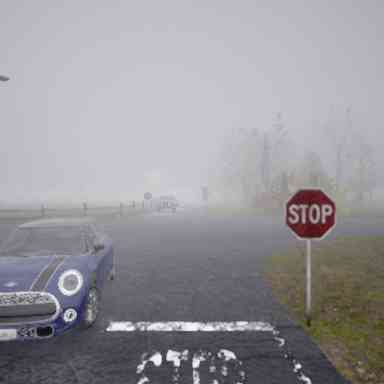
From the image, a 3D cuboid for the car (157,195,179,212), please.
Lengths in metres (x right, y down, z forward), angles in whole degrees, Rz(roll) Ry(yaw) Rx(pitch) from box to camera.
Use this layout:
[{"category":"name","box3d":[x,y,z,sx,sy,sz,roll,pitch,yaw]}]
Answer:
[{"category":"car","box3d":[-3.118,1.397,41.920,2.150,2.045,5.566,0,0,0]}]

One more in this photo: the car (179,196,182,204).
[{"category":"car","box3d":[-3.126,1.820,54.885,1.895,1.301,4.718,0,0,0]}]

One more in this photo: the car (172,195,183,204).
[{"category":"car","box3d":[-3.074,1.613,69.121,2.097,1.767,4.553,0,0,0]}]

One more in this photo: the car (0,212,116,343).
[{"category":"car","box3d":[-2.838,1.385,6.829,2.097,1.767,4.553,-1,0,-7]}]
